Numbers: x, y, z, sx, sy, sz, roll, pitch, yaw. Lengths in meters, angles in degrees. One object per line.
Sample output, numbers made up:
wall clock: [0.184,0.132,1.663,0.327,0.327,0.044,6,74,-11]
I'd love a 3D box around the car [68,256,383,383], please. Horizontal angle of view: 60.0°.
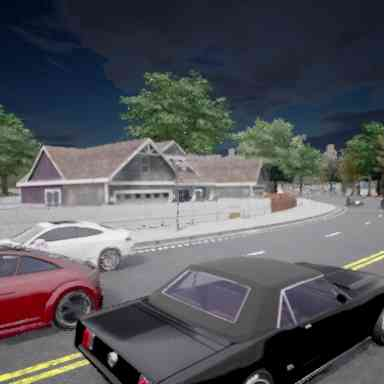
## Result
car: [1.061,1.578,4.496,4.718,1.301,1.895,-1,0,-38]

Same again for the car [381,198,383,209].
car: [22.546,1.198,37.542,2.128,1.511,4.902,-1,0,25]

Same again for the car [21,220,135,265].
car: [-3.837,1.541,9.173,4.674,1.442,1.812,-1,0,-38]

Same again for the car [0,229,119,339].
car: [-3.593,1.586,5.306,4.181,1.385,1.994,-1,0,-37]

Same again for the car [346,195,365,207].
car: [22.310,1.219,45.553,2.128,1.511,4.902,-1,0,19]
